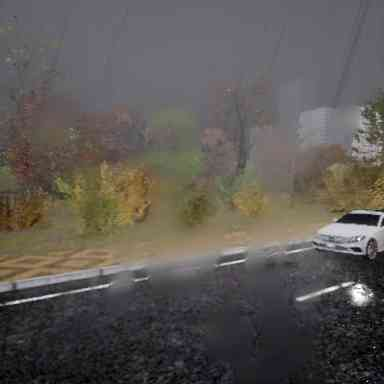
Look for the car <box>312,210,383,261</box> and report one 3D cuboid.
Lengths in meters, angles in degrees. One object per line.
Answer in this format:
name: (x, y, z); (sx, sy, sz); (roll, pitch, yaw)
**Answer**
car: (6.221, 1.372, 11.769); (4.674, 1.442, 1.812); (-1, 1, -36)
